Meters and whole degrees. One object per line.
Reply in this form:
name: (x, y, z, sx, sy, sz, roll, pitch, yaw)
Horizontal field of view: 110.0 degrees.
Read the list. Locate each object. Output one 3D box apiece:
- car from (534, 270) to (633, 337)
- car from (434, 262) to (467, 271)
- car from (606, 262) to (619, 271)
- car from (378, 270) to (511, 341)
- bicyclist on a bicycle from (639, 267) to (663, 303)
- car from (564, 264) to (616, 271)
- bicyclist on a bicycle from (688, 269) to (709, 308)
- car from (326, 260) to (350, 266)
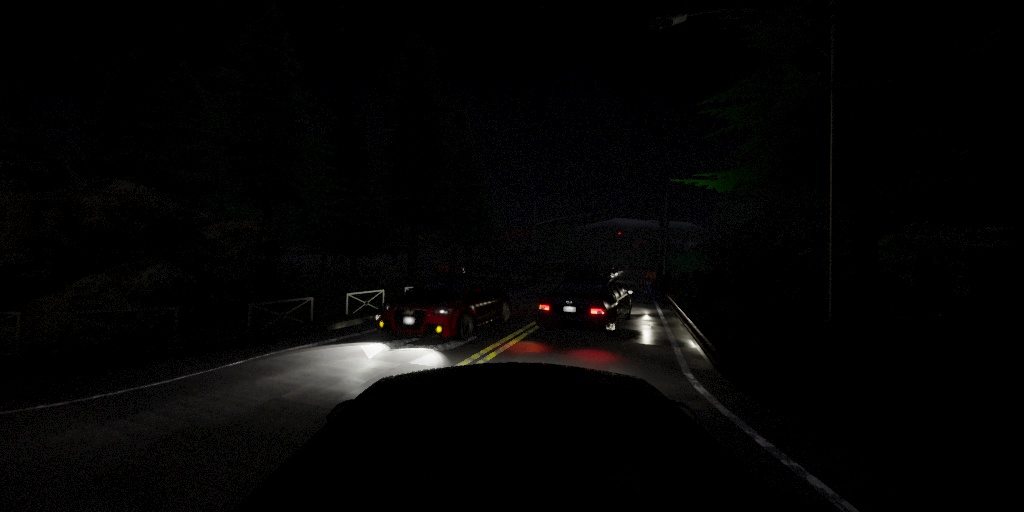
car: (2.296, 1.283, 10.277, 2.033, 1.411, 5.357, 1, -1, 24)
car: (-7.490, 1.541, 45.478, 4.553, 1.767, 2.097, 1, -1, 20)
car: (15.578, 1.988, 57.917, 2.097, 1.767, 4.553, 1, -1, 20)
car: (-1.519, 1.215, 9.460, 1.994, 1.385, 4.181, 1, -1, 19)
bicyclist on a bicycle: (6.417, 1.351, 16.487, 1.656, 1.620, 0.582, 1, -1, -31)
car: (7.835, 1.795, 37.959, 2.033, 1.411, 5.357, 2, -3, -40)
bicyclist on a bicycle: (7.863, 1.363, 15.106, 1.656, 1.620, 0.582, 1, -1, -34)
car: (-23.960, 1.313, 51.703, 4.553, 1.767, 2.097, 1, -1, 24)
